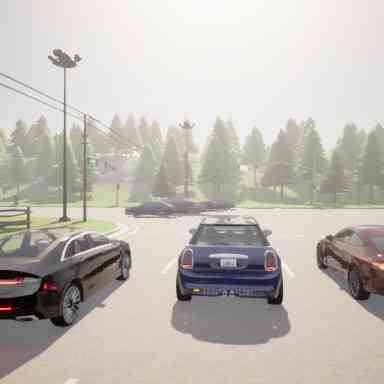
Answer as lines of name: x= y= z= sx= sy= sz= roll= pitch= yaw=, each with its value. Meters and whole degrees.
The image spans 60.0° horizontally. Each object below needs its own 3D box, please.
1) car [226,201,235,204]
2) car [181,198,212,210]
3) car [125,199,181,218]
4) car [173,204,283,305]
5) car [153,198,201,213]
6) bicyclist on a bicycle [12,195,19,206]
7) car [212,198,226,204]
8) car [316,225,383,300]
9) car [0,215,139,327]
car: x=2.979 y=1.549 z=43.219 sx=5.357 sy=1.411 sz=2.033 roll=0 pitch=0 yaw=7
car: x=-1.031 y=1.549 z=33.138 sx=5.357 sy=1.411 sz=2.033 roll=0 pitch=0 yaw=7
car: x=-3.700 y=1.527 z=29.946 sx=4.674 sy=1.442 sz=1.812 roll=0 pitch=0 yaw=7
car: x=0.944 y=1.352 z=8.367 sx=2.097 sy=1.767 sz=4.553 roll=0 pitch=0 yaw=7
car: x=-1.586 y=1.479 z=36.735 sx=5.008 sy=1.535 sz=1.882 roll=0 pitch=0 yaw=7
bicyclist on a bicycle: x=-27.057 y=1.304 z=50.972 sx=0.582 sy=1.620 sz=1.656 roll=0 pitch=0 yaw=7
car: x=1.437 y=1.602 z=39.885 sx=4.718 sy=1.301 sz=1.895 roll=0 pitch=0 yaw=7
car: x=4.442 y=1.526 z=8.131 sx=1.812 sy=1.442 sz=4.674 roll=0 pitch=0 yaw=7
car: x=-2.739 y=1.492 z=7.083 sx=2.128 sy=1.511 sz=4.902 roll=0 pitch=0 yaw=7
